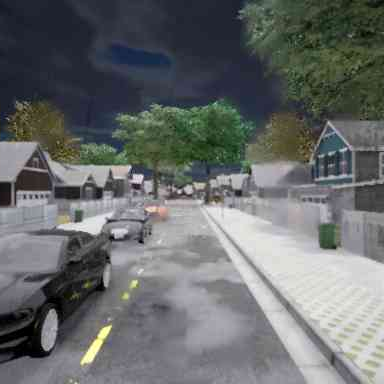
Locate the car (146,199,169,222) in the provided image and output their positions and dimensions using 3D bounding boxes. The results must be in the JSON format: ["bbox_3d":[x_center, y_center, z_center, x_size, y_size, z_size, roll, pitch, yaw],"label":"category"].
[{"bbox_3d":[-2.978,1.378,26.681,2.097,1.767,4.553,0,0,0],"label":"car"}]

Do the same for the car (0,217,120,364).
[{"bbox_3d":[-2.885,1.483,6.219,1.882,1.535,5.008,0,0,0],"label":"car"}]

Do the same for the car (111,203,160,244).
[{"bbox_3d":[-2.945,1.503,15.854,2.128,1.511,4.902,0,0,0],"label":"car"}]
